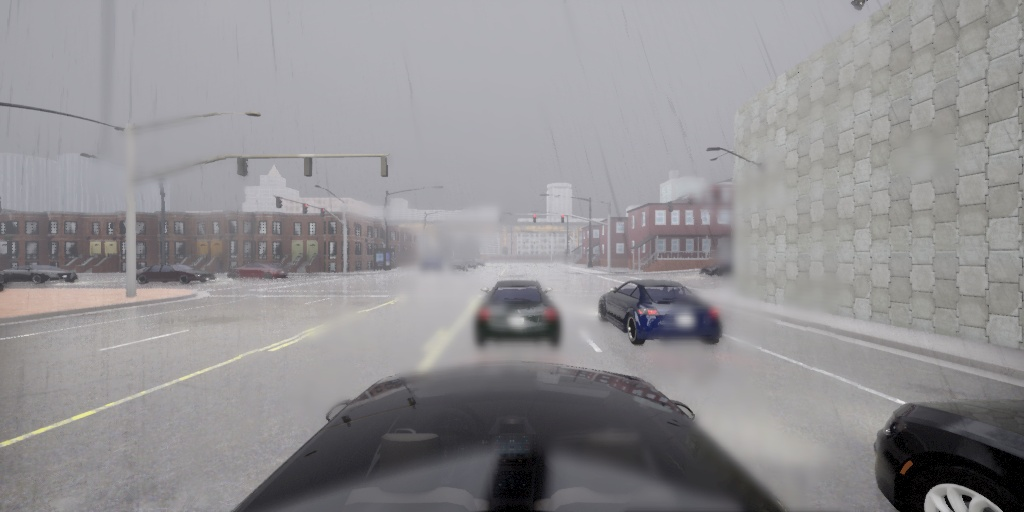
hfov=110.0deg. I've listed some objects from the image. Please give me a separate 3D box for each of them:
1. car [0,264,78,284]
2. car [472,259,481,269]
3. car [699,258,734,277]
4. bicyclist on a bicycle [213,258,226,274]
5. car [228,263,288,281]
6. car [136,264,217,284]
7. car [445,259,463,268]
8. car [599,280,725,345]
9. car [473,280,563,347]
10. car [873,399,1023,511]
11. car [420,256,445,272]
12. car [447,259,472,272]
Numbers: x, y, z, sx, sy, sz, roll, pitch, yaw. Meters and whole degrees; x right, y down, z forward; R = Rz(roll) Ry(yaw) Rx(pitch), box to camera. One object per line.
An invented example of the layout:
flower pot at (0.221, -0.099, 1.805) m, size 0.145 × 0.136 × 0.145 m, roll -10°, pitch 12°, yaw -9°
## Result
car at (-34.866, 1.314, 26.379) m, size 4.181 × 1.385 × 1.994 m, roll 0°, pitch 0°, yaw 1°
car at (-6.465, 1.314, 55.611) m, size 1.994 × 1.385 × 4.181 m, roll 0°, pitch 0°, yaw 1°
car at (18.521, 0.855, 29.628) m, size 5.357 × 1.411 × 2.033 m, roll -5°, pitch 0°, yaw 1°
bicyclist on a bicycle at (-30.407, 1.053, 37.326) m, size 0.582 × 1.620 × 1.656 m, roll 0°, pitch 0°, yaw 0°
car at (-21.109, 1.314, 29.905) m, size 4.181 × 1.385 × 1.994 m, roll 0°, pitch 0°, yaw 0°
car at (-24.901, 1.297, 26.294) m, size 5.357 × 1.411 × 2.033 m, roll 0°, pitch 0°, yaw 0°
car at (-9.880, 1.242, 61.135) m, size 2.128 × 1.511 × 4.902 m, roll 0°, pitch 0°, yaw 1°
car at (3.663, 1.314, 9.526) m, size 1.994 × 1.385 × 4.181 m, roll 0°, pitch 0°, yaw 1°
car at (0.160, 1.314, 9.365) m, size 1.994 × 1.385 × 4.181 m, roll 0°, pitch 0°, yaw 1°
car at (3.585, 1.255, 0.613) m, size 1.837 × 1.490 × 4.892 m, roll 0°, pitch 0°, yaw 1°
car at (-10.083, 0.971, 45.966) m, size 2.150 × 2.045 × 5.566 m, roll 0°, pitch 0°, yaw 1°
car at (-6.587, 1.255, 45.694) m, size 1.837 × 1.490 × 4.892 m, roll 0°, pitch 0°, yaw 1°
